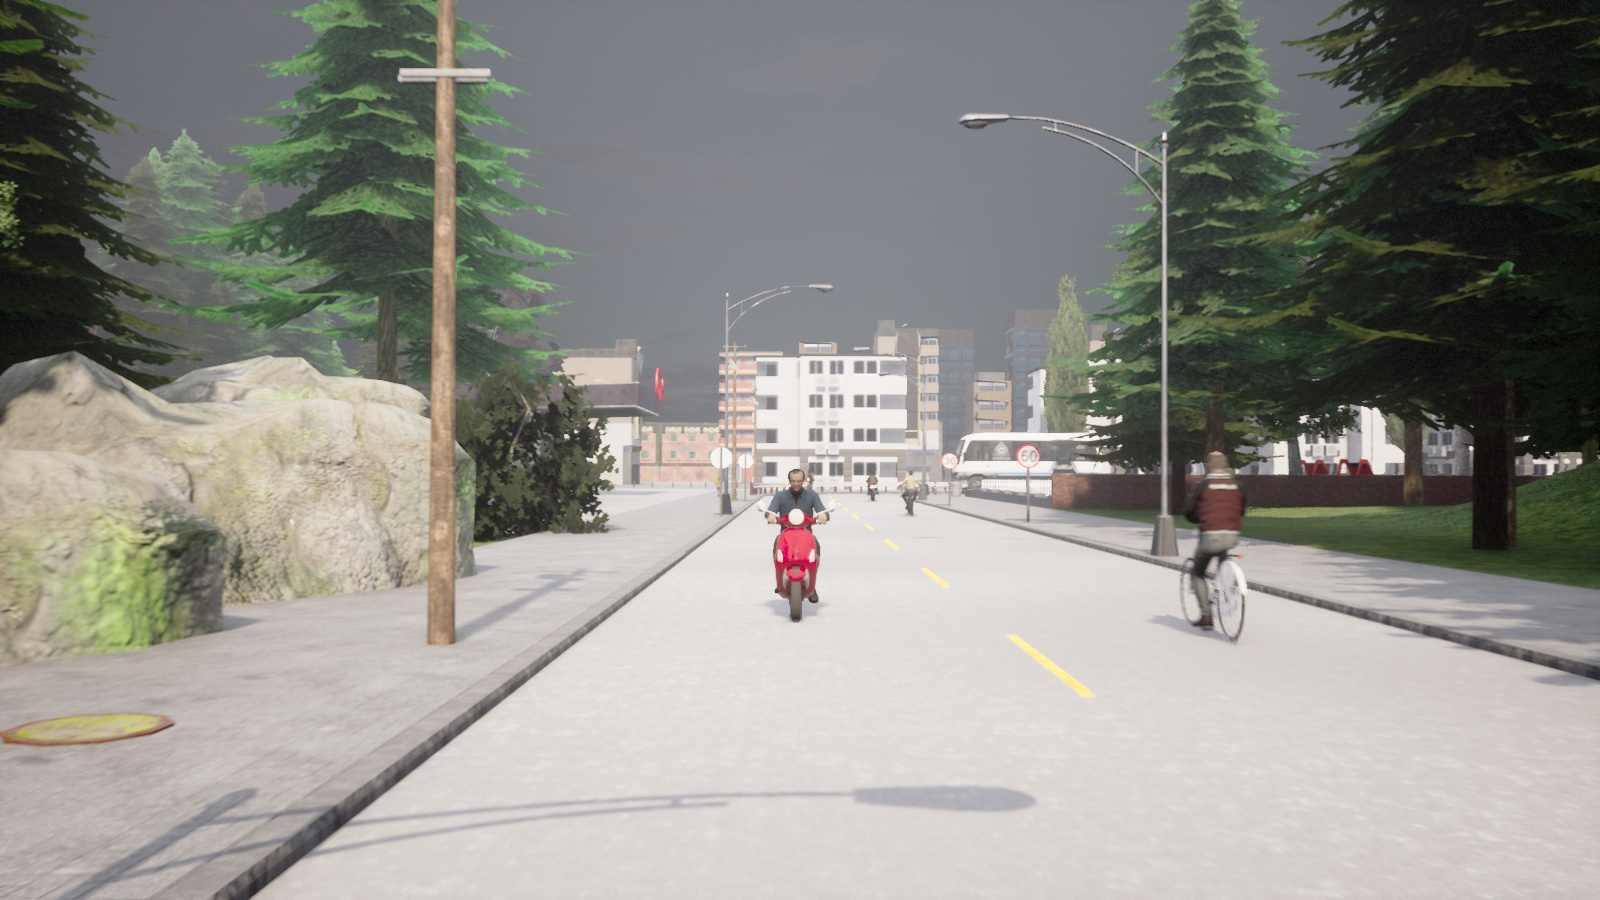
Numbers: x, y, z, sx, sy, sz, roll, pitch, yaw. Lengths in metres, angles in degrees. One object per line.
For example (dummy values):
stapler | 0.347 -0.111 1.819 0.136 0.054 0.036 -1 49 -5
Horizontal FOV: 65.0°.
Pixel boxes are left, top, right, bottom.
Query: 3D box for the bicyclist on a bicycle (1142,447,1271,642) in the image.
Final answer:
bicyclist on a bicycle | 3.970 0.877 12.404 0.659 1.776 1.843 0 -1 0

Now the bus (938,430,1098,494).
bus | 14.884 0.824 86.368 10.273 4.253 3.944 0 -1 0

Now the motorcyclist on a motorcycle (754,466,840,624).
motorcyclist on a motorcycle | -0.032 0.994 13.580 0.866 1.590 1.817 0 -2 0
